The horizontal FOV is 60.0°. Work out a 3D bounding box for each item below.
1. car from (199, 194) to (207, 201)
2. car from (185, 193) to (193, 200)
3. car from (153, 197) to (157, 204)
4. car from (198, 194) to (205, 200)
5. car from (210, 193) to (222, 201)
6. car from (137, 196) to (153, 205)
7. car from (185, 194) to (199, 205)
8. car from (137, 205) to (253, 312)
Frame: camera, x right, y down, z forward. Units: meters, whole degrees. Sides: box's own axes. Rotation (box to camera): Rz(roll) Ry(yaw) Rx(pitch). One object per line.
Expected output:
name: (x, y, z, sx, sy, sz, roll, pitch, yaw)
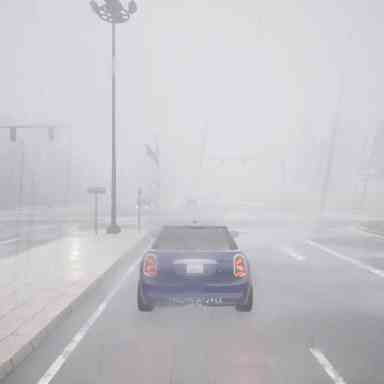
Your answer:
car: (2.836, 1.513, 85.274, 1.812, 1.442, 4.674, 0, 0, -1)
car: (-0.831, 1.189, 95.570, 2.150, 2.045, 5.566, 0, 0, -1)
car: (-8.383, 1.505, 66.261, 1.837, 1.490, 4.892, 0, 0, 0)
car: (2.669, 1.442, 95.597, 1.882, 1.535, 5.008, 0, 0, -1)
car: (6.341, 1.215, 85.003, 2.150, 2.045, 5.566, 0, 0, -1)
car: (-8.293, 1.505, 57.052, 1.837, 1.490, 4.892, 0, 0, -1)
car: (-0.171, 1.526, 54.711, 1.812, 1.442, 4.674, 0, 0, -1)
car: (0.069, 1.352, 7.891, 2.097, 1.767, 4.553, 0, 0, 0)
